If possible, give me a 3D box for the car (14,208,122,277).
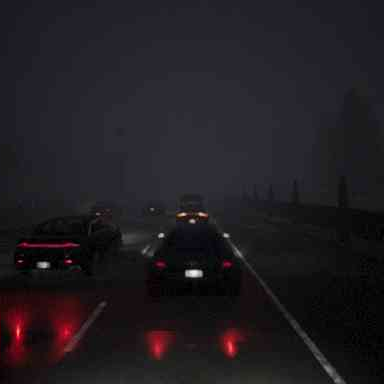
[{"bbox_3d":[-3.443,1.471,10.130,2.128,1.511,4.902,0,0,0],"label":"car"}]

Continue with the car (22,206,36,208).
[{"bbox_3d":[-21.274,1.128,44.978,2.150,2.045,5.566,0,0,0],"label":"car"}]

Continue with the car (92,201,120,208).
[{"bbox_3d":[-7.003,1.471,27.085,1.812,1.442,4.674,0,0,0],"label":"car"}]

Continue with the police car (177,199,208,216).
[{"bbox_3d":[0.017,1.465,21.240,2.038,1.542,4.974,0,0,0],"label":"police car"}]

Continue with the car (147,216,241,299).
[{"bbox_3d":[0.045,1.547,8.459,1.994,1.385,4.181,0,0,0],"label":"car"}]

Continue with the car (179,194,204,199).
[{"bbox_3d":[-0.024,1.159,31.595,2.150,2.045,5.566,0,0,0],"label":"car"}]

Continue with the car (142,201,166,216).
[{"bbox_3d":[-3.522,1.501,31.422,1.994,1.385,4.181,0,0,0],"label":"car"}]

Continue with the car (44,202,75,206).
[{"bbox_3d":[-14.242,1.474,36.082,2.033,1.411,5.357,0,0,0],"label":"car"}]

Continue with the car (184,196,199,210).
[{"bbox_3d":[-0.069,1.371,42.991,1.801,1.575,5.366,0,0,0],"label":"car"}]
